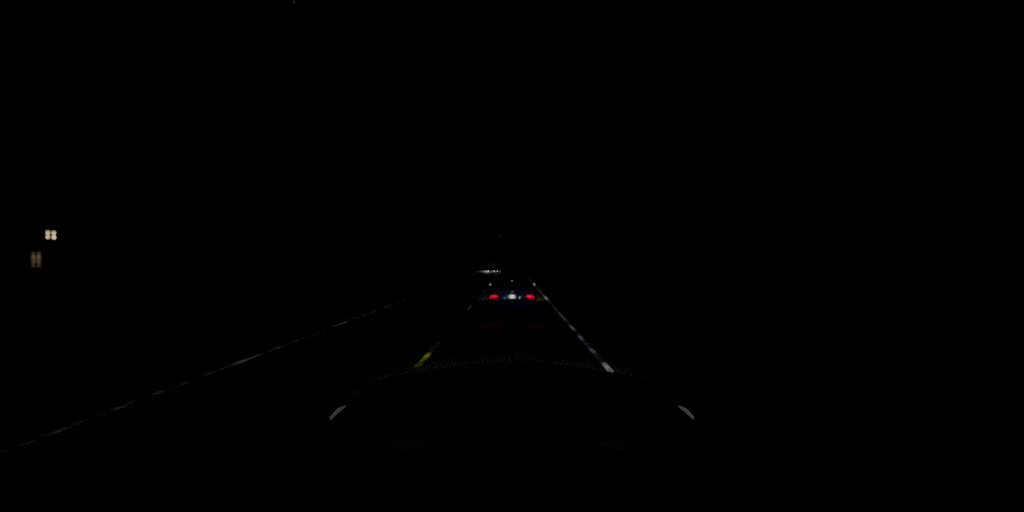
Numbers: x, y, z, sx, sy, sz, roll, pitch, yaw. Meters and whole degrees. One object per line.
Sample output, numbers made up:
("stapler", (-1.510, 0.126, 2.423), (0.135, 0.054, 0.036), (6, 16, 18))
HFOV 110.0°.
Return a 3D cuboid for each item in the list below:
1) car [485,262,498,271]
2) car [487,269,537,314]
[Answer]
("car", (-3.536, 1.850, 62.997), (1.812, 1.442, 4.674), (0, -1, 1))
("car", (0.007, 1.423, 14.372), (2.033, 1.411, 5.357), (0, -1, 0))
